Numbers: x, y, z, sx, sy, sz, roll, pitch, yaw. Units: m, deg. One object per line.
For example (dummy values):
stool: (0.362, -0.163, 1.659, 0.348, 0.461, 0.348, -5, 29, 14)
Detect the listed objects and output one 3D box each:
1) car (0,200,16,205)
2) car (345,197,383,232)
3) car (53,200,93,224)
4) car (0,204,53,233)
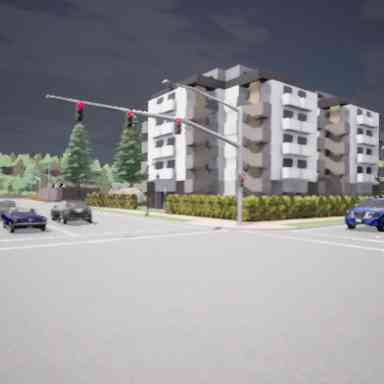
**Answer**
car: (-15.373, 1.489, 27.446, 1.837, 1.490, 4.892, 1, 0, -35)
car: (12.275, 1.384, 21.801, 5.566, 2.045, 2.150, 1, 0, -37)
car: (-9.106, 1.373, 24.969, 2.097, 1.767, 4.553, 1, 0, -35)
car: (-10.015, 1.598, 19.824, 1.895, 1.301, 4.718, 1, 0, -35)
